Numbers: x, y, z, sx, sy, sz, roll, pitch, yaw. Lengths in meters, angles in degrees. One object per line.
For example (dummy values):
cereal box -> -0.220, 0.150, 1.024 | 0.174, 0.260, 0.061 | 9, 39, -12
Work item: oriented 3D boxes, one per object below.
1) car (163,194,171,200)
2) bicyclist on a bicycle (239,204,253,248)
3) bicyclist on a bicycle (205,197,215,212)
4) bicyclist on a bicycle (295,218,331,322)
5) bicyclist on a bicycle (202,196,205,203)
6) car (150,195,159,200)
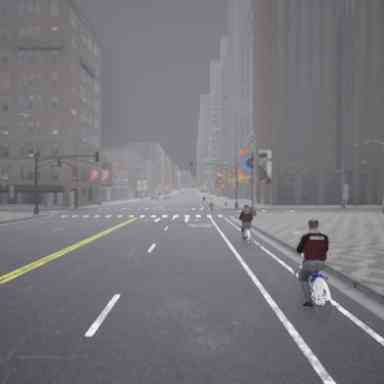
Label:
car -> -6.498, 1.320, 87.137 | 1.837, 1.490, 4.892 | 0, 0, 0
bicyclist on a bicycle -> 2.250, 1.392, 13.974 | 0.659, 1.776, 1.843 | 0, 0, 0
bicyclist on a bicycle -> 2.264, 1.482, 38.583 | 0.866, 1.612, 1.509 | 0, 1, 0
bicyclist on a bicycle -> 2.249, 1.380, 6.367 | 0.659, 1.776, 1.843 | 0, 0, 0
bicyclist on a bicycle -> 2.252, 1.515, 62.051 | 0.659, 1.776, 1.843 | 0, 0, 0
car -> -9.748, 1.372, 87.137 | 1.994, 1.385, 4.181 | 0, 0, 0
